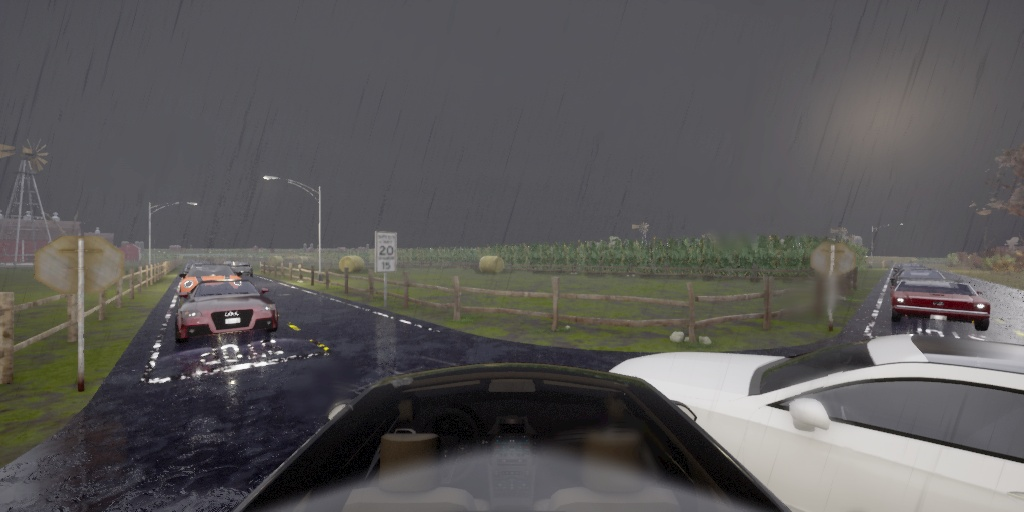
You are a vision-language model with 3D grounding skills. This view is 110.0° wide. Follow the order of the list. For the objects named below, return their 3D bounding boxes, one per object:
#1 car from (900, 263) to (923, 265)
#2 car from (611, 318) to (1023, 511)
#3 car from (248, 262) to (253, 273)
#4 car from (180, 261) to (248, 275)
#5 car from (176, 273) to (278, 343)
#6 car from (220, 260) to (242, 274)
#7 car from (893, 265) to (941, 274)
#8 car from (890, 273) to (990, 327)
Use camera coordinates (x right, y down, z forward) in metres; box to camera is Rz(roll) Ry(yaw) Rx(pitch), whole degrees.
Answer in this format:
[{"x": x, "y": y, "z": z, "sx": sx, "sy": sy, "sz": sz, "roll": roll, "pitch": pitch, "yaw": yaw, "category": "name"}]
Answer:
[{"x": 27.290, "y": 1.402, "z": 24.347, "sx": 4.181, "sy": 1.385, "sz": 1.994, "roll": 0, "pitch": 1, "yaw": -43, "category": "car"}, {"x": 2.833, "y": 1.294, "z": 2.405, "sx": 1.812, "sy": 1.442, "sz": 4.674, "roll": 0, "pitch": 1, "yaw": -44, "category": "car"}, {"x": -27.070, "y": 1.284, "z": 35.631, "sx": 2.128, "sy": 1.511, "sz": 4.902, "roll": 0, "pitch": 0, "yaw": -42, "category": "car"}, {"x": -13.757, "y": 1.140, "z": 16.434, "sx": 2.097, "sy": 1.767, "sz": 4.553, "roll": 0, "pitch": 0, "yaw": -42, "category": "car"}, {"x": -7.965, "y": 1.355, "z": 9.965, "sx": 1.994, "sy": 1.385, "sz": 4.181, "roll": 0, "pitch": 0, "yaw": -43, "category": "car"}, {"x": -33.810, "y": 1.306, "z": 43.072, "sx": 1.837, "sy": 1.490, "sz": 4.892, "roll": 0, "pitch": 0, "yaw": -42, "category": "car"}, {"x": 20.551, "y": 1.364, "z": 18.075, "sx": 5.357, "sy": 1.411, "sz": 2.033, "roll": 0, "pitch": 1, "yaw": -43, "category": "car"}, {"x": 13.490, "y": 1.399, "z": 11.494, "sx": 4.718, "sy": 1.301, "sz": 1.895, "roll": 0, "pitch": 1, "yaw": -43, "category": "car"}]
